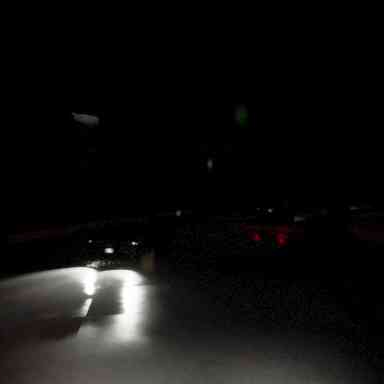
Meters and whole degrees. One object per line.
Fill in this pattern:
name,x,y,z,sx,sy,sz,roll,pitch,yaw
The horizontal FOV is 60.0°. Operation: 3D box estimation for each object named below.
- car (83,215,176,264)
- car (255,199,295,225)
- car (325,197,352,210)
car,-1.943,1.494,11.521,1.994,1.385,4.181,0,0,13
car,5.950,1.246,23.526,2.097,1.767,4.553,0,0,24
car,17.548,1.341,39.813,2.128,1.511,4.902,0,0,43
